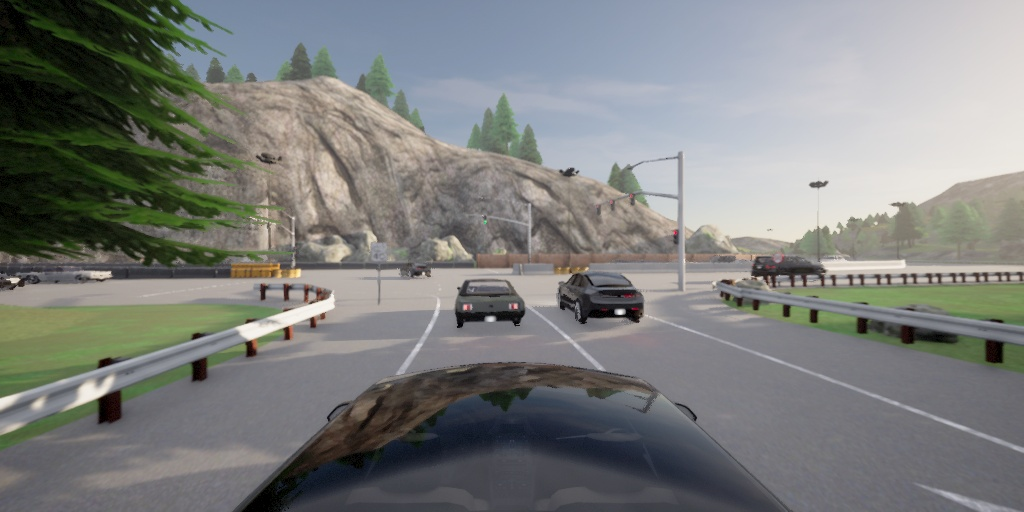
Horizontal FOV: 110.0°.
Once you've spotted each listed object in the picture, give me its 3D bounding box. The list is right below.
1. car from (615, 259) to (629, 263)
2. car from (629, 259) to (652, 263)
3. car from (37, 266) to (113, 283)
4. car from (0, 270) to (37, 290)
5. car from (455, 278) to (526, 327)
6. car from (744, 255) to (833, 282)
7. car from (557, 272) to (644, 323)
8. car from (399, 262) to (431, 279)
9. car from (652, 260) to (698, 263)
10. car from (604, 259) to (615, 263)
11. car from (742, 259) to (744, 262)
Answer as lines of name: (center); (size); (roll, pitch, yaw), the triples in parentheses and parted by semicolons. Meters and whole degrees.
car: (19.380, 1.267, 56.492); (4.902, 1.511, 2.128); (0, 0, -11)
car: (20.744, 1.316, 53.205); (5.357, 1.411, 2.033); (0, 0, -11)
car: (-33.982, 1.414, 27.414); (4.718, 1.301, 1.895); (0, 0, -11)
car: (-31.814, 1.295, 20.715); (4.902, 1.511, 2.128); (0, 0, -11)
car: (-0.837, 1.364, 11.598); (1.895, 1.301, 4.718); (0, 0, -7)
car: (21.664, 0.959, 28.181); (5.566, 2.045, 2.150); (0, 0, -12)
car: (2.788, 1.263, 12.172); (1.837, 1.490, 4.892); (0, 0, -4)
car: (-9.327, 1.317, 34.351); (1.837, 1.490, 4.892); (0, 0, -34)
car: (22.741, 1.239, 50.054); (5.008, 1.535, 1.882); (0, 0, -12)
car: (17.306, 1.290, 59.623); (4.892, 1.490, 1.837); (0, 0, -11)
car: (37.443, 1.213, 53.204); (5.008, 1.535, 1.882); (0, 0, -13)
